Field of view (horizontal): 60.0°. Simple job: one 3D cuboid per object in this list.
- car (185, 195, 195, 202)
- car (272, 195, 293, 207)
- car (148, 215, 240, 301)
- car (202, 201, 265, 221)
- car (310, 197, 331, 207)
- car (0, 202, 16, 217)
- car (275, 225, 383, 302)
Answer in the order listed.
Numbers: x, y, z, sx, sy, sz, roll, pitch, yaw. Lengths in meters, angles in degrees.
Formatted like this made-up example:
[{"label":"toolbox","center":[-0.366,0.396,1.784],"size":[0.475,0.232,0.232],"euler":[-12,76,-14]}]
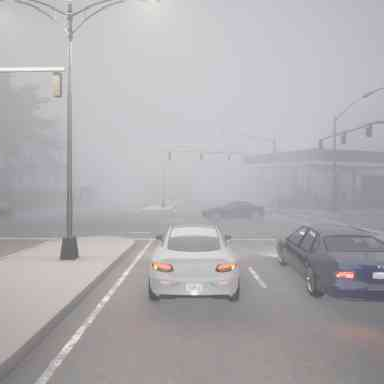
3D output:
[{"label":"car","center":[-0.428,1.428,72.796],"size":[1.812,1.442,4.674],"euler":[0,0,0]},{"label":"car","center":[12.929,1.261,47.798],"size":[2.242,1.667,4.611],"euler":[0,0,0]},{"label":"car","center":[0.039,1.516,8.178],"size":[1.812,1.442,4.674],"euler":[0,0,0]},{"label":"car","center":[3.267,1.451,26.445],"size":[5.008,1.535,1.882],"euler":[0,0,-10]},{"label":"car","center":[18.669,1.433,48.595],"size":[1.970,1.475,3.806],"euler":[0,0,0]},{"label":"car","center":[-17.123,1.453,27.632],"size":[4.674,1.442,1.812],"euler":[0,0,0]},{"label":"car","center":[3.518,1.545,8.483],"size":[2.033,1.411,5.357],"euler":[0,0,3]}]
